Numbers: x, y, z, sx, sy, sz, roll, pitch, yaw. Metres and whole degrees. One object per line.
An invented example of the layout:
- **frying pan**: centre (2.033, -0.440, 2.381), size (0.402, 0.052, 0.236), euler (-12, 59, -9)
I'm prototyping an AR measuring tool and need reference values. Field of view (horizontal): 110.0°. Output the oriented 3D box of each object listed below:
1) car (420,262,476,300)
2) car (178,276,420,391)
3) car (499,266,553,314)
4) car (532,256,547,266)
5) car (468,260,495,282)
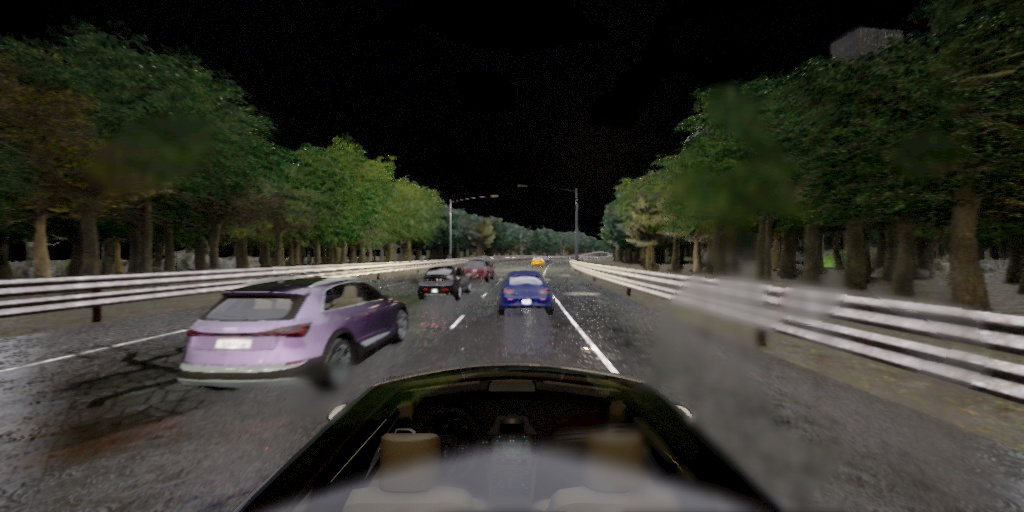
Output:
- **car**: centre (-3.181, 1.236, 17.631), size (1.837, 1.490, 4.892), euler (0, 0, 2)
- **car**: centre (-3.476, 1.170, 6.776), size (2.033, 1.649, 4.856), euler (0, 0, 1)
- **car**: centre (0.474, 1.268, 13.572), size (1.812, 1.442, 4.674), euler (0, 0, 0)
- **car**: centre (4.328, 0.951, 59.248), size (1.882, 1.535, 5.008), euler (0, 1, 8)
- **car**: centre (-2.596, 1.079, 28.444), size (2.097, 1.767, 4.553), euler (0, 0, 4)
